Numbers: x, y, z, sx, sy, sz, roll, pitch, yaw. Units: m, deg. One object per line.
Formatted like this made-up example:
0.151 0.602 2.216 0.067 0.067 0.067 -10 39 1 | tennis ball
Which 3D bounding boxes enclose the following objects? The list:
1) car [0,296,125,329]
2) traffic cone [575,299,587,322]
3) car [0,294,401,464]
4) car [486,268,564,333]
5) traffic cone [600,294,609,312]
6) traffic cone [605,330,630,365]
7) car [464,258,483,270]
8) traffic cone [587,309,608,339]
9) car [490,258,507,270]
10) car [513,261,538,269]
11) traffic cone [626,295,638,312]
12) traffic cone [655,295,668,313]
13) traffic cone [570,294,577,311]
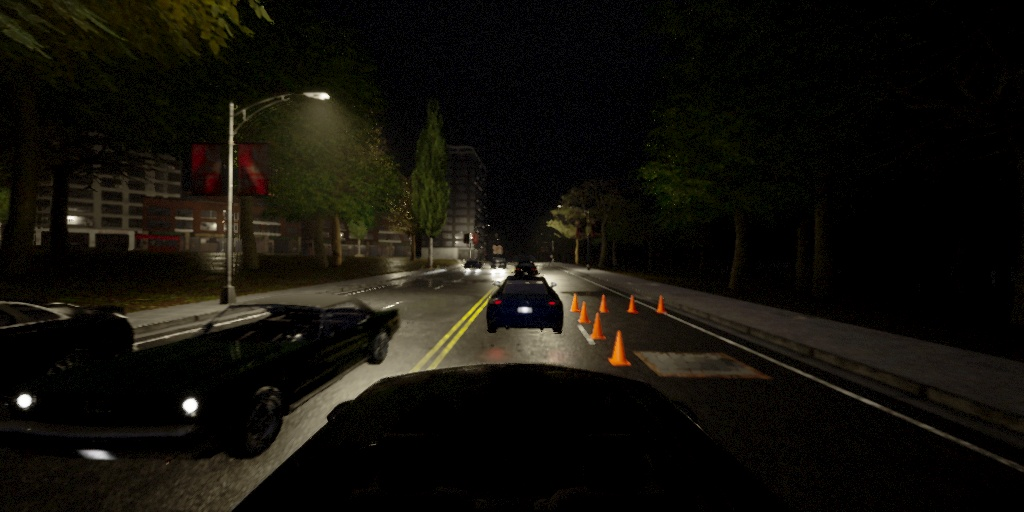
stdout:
-6.606 1.157 3.274 2.128 1.511 4.902 1 1 2 | car
2.153 1.654 10.689 0.340 0.580 0.340 0 0 2 | traffic cone
-3.283 1.286 5.113 1.895 1.301 4.718 1 0 2 | car
0.385 1.244 10.573 1.994 1.385 4.181 1 0 2 | car
3.230 1.650 12.649 0.340 0.580 0.340 0 0 2 | traffic cone
1.995 1.685 6.693 0.340 0.580 0.340 0 0 2 | traffic cone
-4.910 1.003 46.029 1.994 1.385 4.181 1 0 2 | car
2.074 1.669 8.691 0.340 0.580 0.340 0 0 2 | traffic cone
-1.664 0.964 45.897 2.128 1.511 4.902 1 0 2 | car
1.081 1.099 28.249 1.812 1.442 4.674 1 0 2 | car
4.229 1.661 12.609 0.340 0.580 0.340 0 0 2 | traffic cone
5.228 1.672 12.570 0.340 0.580 0.340 0 0 2 | traffic cone
2.231 1.639 12.688 0.340 0.580 0.340 0 0 2 | traffic cone
